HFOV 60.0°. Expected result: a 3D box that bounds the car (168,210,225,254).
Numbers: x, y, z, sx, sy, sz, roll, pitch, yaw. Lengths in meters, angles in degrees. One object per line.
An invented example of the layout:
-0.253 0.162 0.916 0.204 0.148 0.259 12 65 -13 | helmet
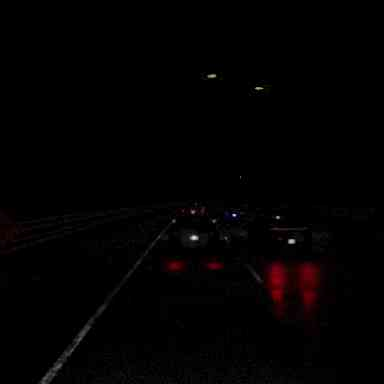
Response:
0.083 1.656 13.992 1.994 1.385 4.181 0 -1 0 | car

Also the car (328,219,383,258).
7.081 1.680 12.967 1.895 1.301 4.718 0 -1 0 | car

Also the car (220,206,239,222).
3.586 1.990 30.203 1.994 1.385 4.181 0 -2 0 | car

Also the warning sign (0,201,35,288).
-4.544 1.142 7.703 1.300 1.860 1.060 0 0 0 | warning sign

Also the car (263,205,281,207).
7.085 1.920 29.783 1.837 1.490 4.892 0 -2 0 | car

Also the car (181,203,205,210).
0.083 1.757 29.430 2.097 1.767 4.553 0 -2 0 | car

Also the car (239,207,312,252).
3.584 1.588 14.360 2.128 1.511 4.902 0 -1 0 | car
